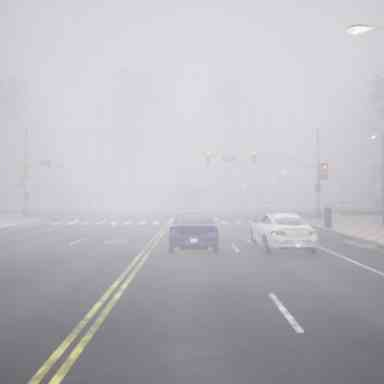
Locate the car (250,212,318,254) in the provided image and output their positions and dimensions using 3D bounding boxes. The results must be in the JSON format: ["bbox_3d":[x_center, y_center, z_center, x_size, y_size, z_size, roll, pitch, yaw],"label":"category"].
[{"bbox_3d":[3.570,1.549,13.452,1.812,1.442,4.674,0,0,0],"label":"car"}]

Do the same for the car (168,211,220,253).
[{"bbox_3d":[0.072,1.502,13.778,1.882,1.535,5.008,0,0,0],"label":"car"}]
